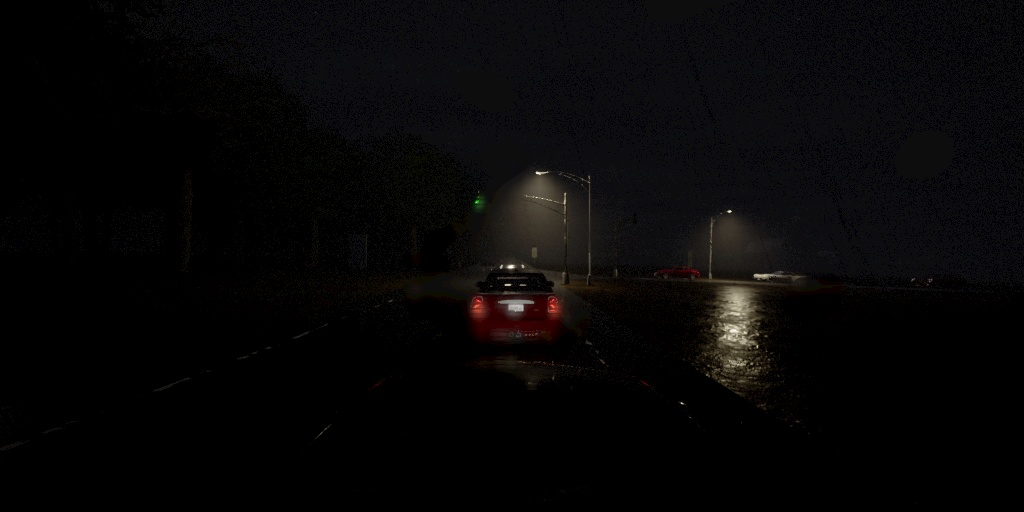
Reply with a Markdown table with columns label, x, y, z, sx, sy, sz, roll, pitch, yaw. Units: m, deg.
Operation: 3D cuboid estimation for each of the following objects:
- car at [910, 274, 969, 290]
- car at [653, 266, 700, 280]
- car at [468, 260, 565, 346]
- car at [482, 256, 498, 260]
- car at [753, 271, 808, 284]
| label | x | y | z | sx | sy | sz | roll | pitch | yaw |
| --- | --- | --- | --- | --- | --- | --- | --- | --- | --- |
| car | 45.703 | 2.659 | 38.393 | 4.553 | 1.767 | 2.097 | 2 | 0 | 0 |
| car | 17.580 | 1.800 | 38.344 | 4.674 | 1.442 | 1.812 | 2 | 0 | -1 |
| car | 0.089 | 1.089 | 9.558 | 2.097 | 1.767 | 4.553 | 0 | 0 | 0 |
| car | -3.659 | 0.953 | 55.872 | 1.994 | 1.385 | 4.181 | 0 | 0 | 0 |
| car | 28.639 | 2.276 | 38.385 | 4.718 | 1.301 | 1.895 | 2 | 0 | 0 |
